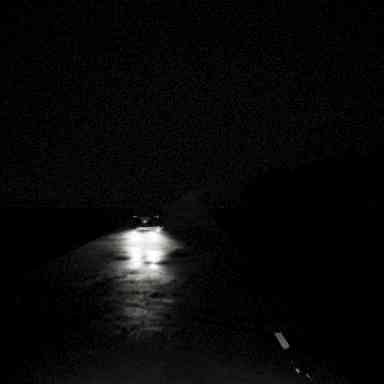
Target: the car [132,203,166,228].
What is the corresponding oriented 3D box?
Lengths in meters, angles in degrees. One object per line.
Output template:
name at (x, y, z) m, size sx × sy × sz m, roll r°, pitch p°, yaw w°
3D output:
car at (-2.861, 1.530, 22.642) m, size 2.128 × 1.511 × 4.902 m, roll 0°, pitch 0°, yaw 0°
